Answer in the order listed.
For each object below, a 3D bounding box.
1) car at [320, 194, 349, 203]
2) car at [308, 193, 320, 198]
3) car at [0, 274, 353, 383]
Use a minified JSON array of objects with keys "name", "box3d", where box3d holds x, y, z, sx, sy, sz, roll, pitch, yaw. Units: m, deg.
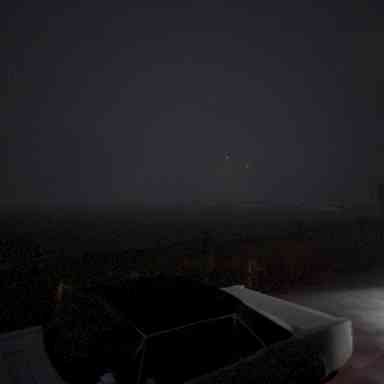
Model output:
[{"name":"car","box3d":[28.277,1.401,65.265,2.242,1.667,4.611,0,0,-36]},{"name":"car","box3d":[31.745,1.208,84.240,1.932,1.855,4.605,0,0,-36]},{"name":"car","box3d":[-0.626,1.606,3.047,4.718,1.301,1.895,0,0,-36]}]
